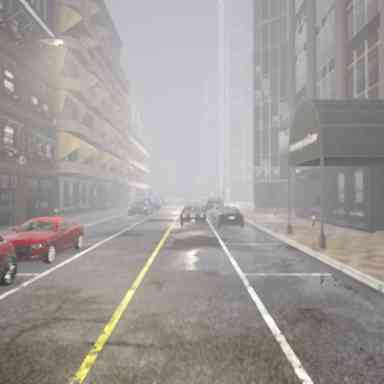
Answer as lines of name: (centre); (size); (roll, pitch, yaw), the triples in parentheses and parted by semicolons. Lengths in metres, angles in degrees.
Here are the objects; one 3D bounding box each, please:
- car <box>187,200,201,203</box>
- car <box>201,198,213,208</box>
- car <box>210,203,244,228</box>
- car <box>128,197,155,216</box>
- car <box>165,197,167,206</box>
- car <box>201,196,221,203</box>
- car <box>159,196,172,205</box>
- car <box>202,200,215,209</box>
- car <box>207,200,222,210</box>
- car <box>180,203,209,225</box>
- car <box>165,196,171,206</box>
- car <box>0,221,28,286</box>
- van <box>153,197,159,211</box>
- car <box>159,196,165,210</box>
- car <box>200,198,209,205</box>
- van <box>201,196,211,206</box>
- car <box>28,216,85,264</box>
car: (0.048, 1.822, 42.260); (1.895, 1.301, 4.718); (0, 0, 0)
car: (2.501, 1.835, 56.600); (1.752, 1.417, 4.829); (0, 0, 0)
car: (2.542, 1.680, 23.214); (1.947, 1.339, 4.313); (0, 0, 0)
car: (-5.351, 1.616, 34.269); (1.967, 1.590, 4.097); (0, 0, 0)
car: (-5.372, 1.824, 50.878); (2.008, 1.369, 4.403); (0, 0, 0)
car: (2.524, 1.523, 39.824); (2.192, 1.841, 5.009); (0, 0, 0)
car: (-5.391, 1.697, 67.486); (2.192, 1.841, 5.009); (0, 0, 0)
car: (2.508, 1.855, 50.894); (1.802, 1.307, 4.206); (0, 0, 0)
car: (2.535, 1.671, 28.921); (1.752, 1.417, 4.829); (0, 0, 0)
car: (0.070, 1.727, 25.385); (1.895, 1.301, 4.718); (0, 0, 0)
car: (-5.385, 1.785, 61.949); (1.967, 1.590, 4.097); (0, 0, 0)
car: (-5.316, 1.471, 6.590); (1.967, 1.590, 4.097); (1, 0, 0)
van: (-5.357, 1.549, 39.806); (1.690, 1.788, 3.998); (0, 0, 0)
car: (-5.363, 1.555, 45.342); (2.192, 1.841, 5.009); (0, 0, 0)
car: (2.487, 1.909, 67.671); (1.752, 1.417, 4.829); (0, 0, 0)
van: (2.496, 1.686, 61.965); (1.690, 1.788, 3.998); (0, 0, 0)
car: (-5.324, 1.602, 12.127); (1.887, 1.381, 4.507); (0, 0, 0)
